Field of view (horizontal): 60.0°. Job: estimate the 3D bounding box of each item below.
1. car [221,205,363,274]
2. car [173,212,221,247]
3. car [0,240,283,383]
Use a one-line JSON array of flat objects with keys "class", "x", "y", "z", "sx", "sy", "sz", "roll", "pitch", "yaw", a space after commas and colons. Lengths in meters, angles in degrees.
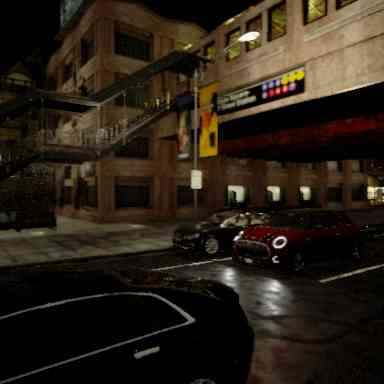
[{"class": "car", "x": 3.443, "y": 1.347, "z": 10.665, "sx": 4.553, "sy": 1.767, "sz": 2.097, "roll": 0, "pitch": 0, "yaw": -35}, {"class": "car", "x": 1.632, "y": 1.476, "z": 13.025, "sx": 4.892, "sy": 1.521, "sz": 2.231, "roll": 0, "pitch": 0, "yaw": -26}, {"class": "car", "x": -1.608, "y": 1.504, "z": 2.813, "sx": 4.892, "sy": 1.490, "sz": 1.837, "roll": 0, "pitch": 0, "yaw": -35}]
